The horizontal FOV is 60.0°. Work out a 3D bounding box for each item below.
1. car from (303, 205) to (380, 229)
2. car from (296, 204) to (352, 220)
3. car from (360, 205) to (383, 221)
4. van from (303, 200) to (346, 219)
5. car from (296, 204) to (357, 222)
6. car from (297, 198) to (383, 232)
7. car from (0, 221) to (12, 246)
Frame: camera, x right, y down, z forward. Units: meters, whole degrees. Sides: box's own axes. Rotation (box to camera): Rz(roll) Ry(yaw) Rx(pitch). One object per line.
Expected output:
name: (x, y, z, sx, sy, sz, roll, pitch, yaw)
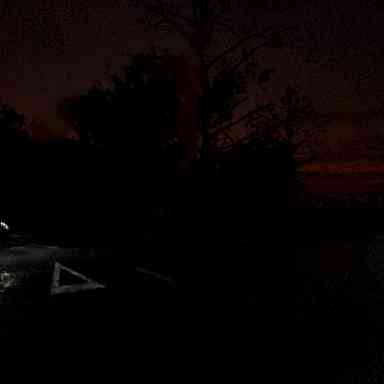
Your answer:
car: (10.713, 1.763, 24.349, 4.892, 1.521, 2.231, 0, -1, 17)
car: (13.784, 2.059, 35.087, 5.366, 1.575, 1.946, 0, -2, 17)
car: (19.421, 2.194, 35.473, 1.837, 1.490, 4.892, 0, -2, 17)
van: (14.892, 1.929, 37.676, 4.442, 1.987, 1.878, 0, -2, 17)
car: (13.005, 1.976, 32.544, 5.366, 1.575, 1.946, 0, -2, 17)
car: (9.967, 1.456, 21.792, 5.566, 2.045, 2.435, 0, -1, 17)
car: (-9.713, 1.399, 13.814, 4.553, 1.767, 2.097, 0, 0, 26)
